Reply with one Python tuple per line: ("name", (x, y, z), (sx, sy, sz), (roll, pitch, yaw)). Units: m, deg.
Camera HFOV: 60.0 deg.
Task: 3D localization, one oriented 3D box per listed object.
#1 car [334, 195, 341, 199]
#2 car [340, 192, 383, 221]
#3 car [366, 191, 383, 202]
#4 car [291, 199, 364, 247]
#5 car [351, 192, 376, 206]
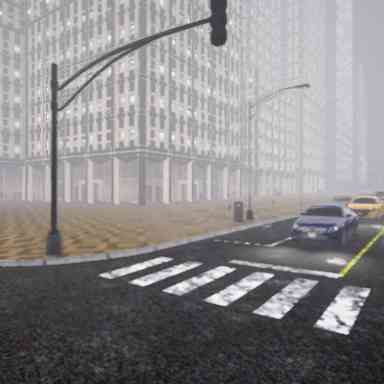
("car", (13.144, 0.976, 28.901), (1.947, 1.339, 4.313), (1, 2, 35))
("car", (11.597, 1.004, 22.238), (1.882, 1.535, 5.008), (0, 1, 35))
("car", (26.172, 0.573, 47.358), (1.887, 1.381, 4.507), (1, 2, 35))
("car", (5.611, 1.230, 13.758), (1.812, 1.442, 4.674), (0, 1, 35))
("car", (19.657, 0.784, 38.129), (1.947, 1.339, 4.313), (1, 2, 35))
